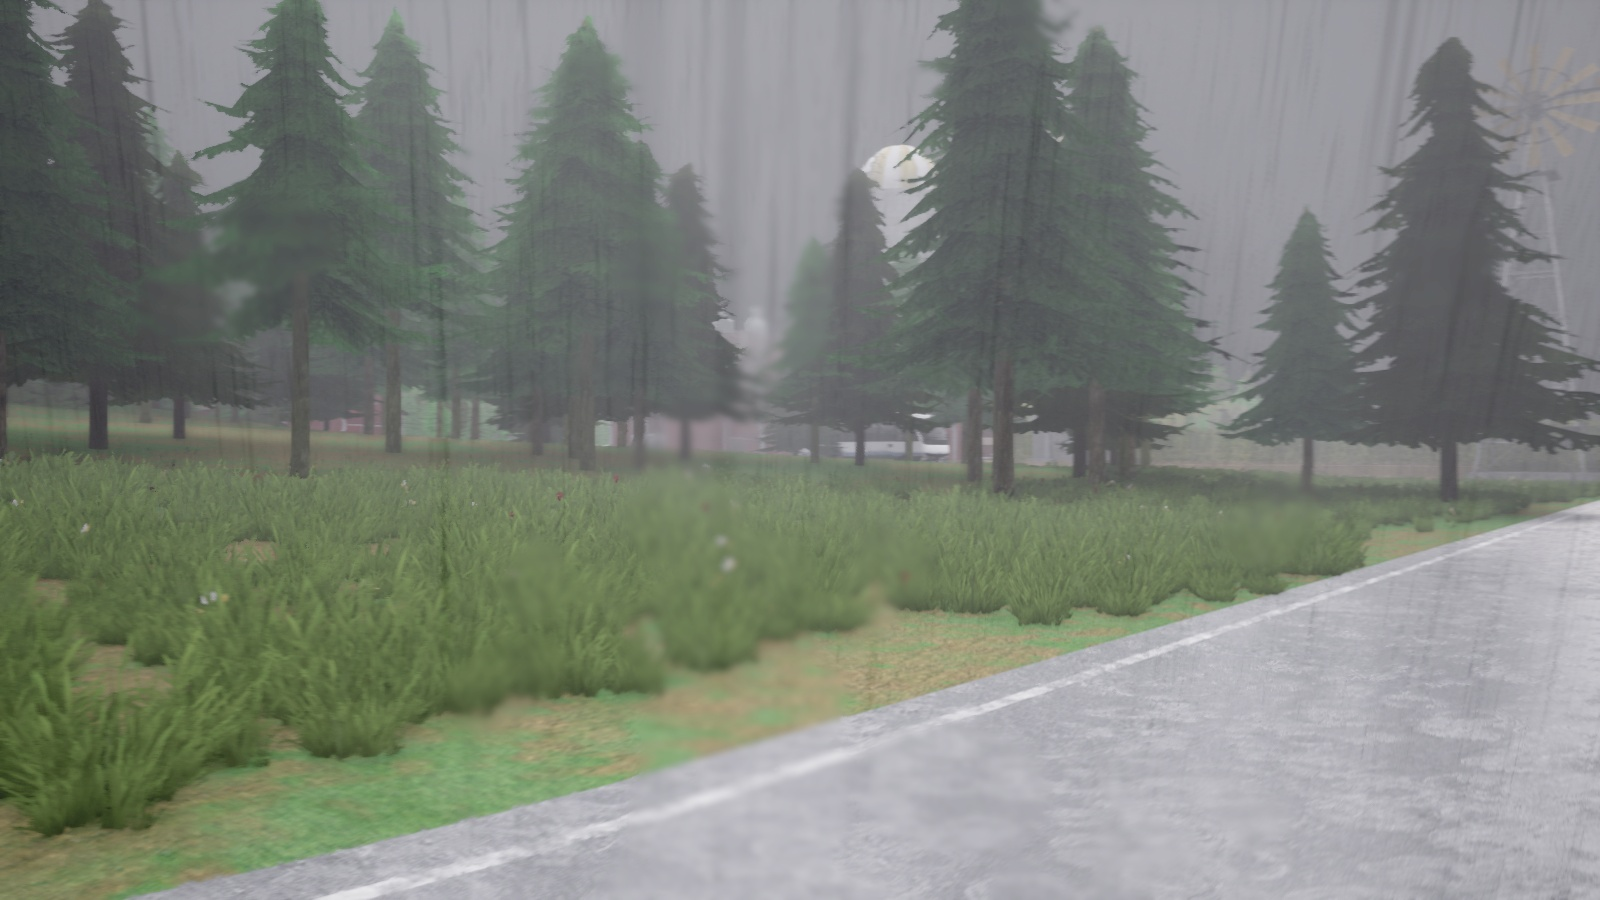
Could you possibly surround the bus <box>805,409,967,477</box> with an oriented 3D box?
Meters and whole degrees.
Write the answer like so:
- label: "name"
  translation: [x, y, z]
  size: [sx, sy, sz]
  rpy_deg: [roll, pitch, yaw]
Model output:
- label: "bus"
  translation: [5.640, -0.415, 83.779]
  size: [10.273, 4.253, 3.944]
  rpy_deg: [0, 0, 38]
